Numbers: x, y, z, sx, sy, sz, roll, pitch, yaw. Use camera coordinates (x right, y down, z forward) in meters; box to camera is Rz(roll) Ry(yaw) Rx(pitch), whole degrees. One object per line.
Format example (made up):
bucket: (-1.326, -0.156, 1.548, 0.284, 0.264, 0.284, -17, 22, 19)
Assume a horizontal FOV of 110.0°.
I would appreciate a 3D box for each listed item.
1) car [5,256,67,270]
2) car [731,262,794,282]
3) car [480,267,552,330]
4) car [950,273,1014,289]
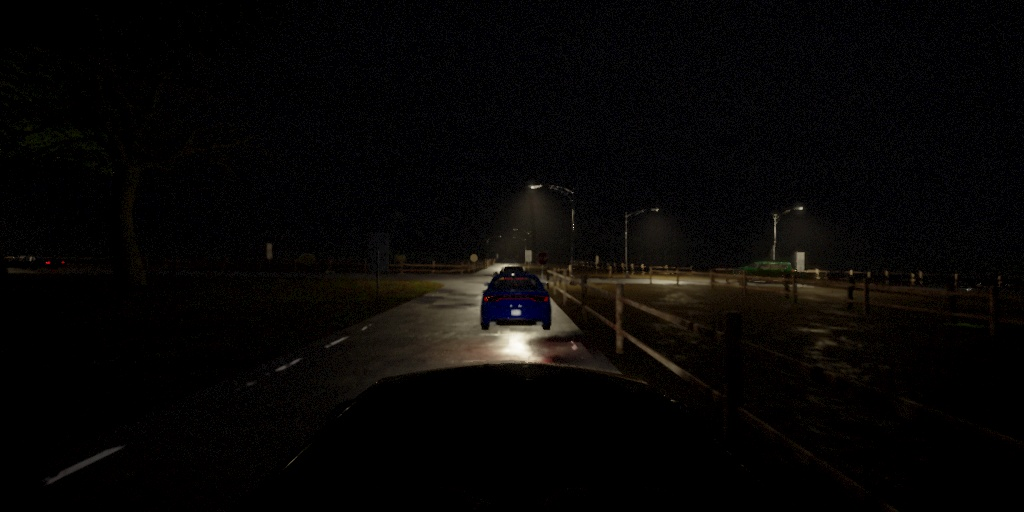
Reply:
car: (-47.780, 0.661, 35.609, 5.357, 1.411, 2.033, 1, 1, 0)
car: (25.169, 1.611, 36.052, 5.566, 2.045, 2.150, 2, 1, 0)
car: (0.107, 1.261, 11.236, 1.882, 1.535, 5.008, 0, -1, 0)
car: (47.256, 2.458, 36.103, 4.892, 1.490, 1.837, 2, 1, 0)
